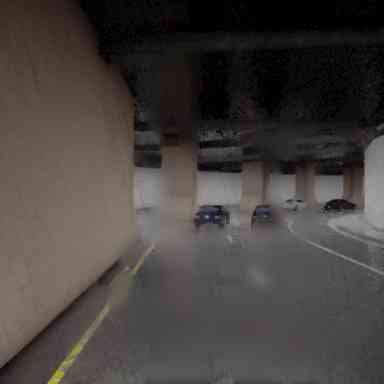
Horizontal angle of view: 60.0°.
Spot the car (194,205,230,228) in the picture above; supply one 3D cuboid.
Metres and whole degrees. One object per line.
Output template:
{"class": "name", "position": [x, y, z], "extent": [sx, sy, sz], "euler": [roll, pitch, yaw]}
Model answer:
{"class": "car", "position": [1.441, 1.553, 22.389], "extent": [2.033, 1.411, 5.357], "euler": [0, 0, 13]}

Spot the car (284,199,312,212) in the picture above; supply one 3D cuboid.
{"class": "car", "position": [12.443, 1.535, 39.753], "extent": [4.674, 1.442, 1.812], "euler": [0, 0, -41]}

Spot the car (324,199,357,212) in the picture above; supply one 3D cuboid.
{"class": "car", "position": [17.470, 1.535, 39.129], "extent": [4.674, 1.442, 1.812], "euler": [0, 0, -34]}

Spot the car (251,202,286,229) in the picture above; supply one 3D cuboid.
{"class": "car", "position": [4.917, 1.553, 21.988], "extent": [2.033, 1.411, 5.357], "euler": [0, 0, 14]}
